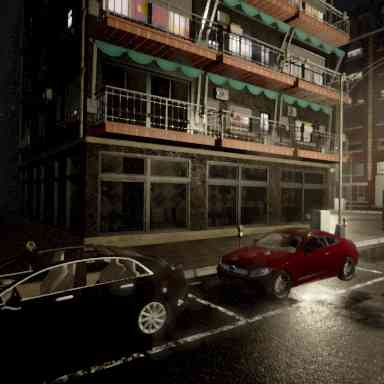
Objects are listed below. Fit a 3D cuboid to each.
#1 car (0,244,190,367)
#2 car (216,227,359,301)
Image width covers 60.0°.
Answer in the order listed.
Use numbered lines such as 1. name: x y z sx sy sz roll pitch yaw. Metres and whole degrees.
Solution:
1. car: -2.087 1.551 5.014 4.403 1.369 2.008 0 1 -36
2. car: 2.536 1.584 8.324 4.206 1.307 1.802 0 1 -36
